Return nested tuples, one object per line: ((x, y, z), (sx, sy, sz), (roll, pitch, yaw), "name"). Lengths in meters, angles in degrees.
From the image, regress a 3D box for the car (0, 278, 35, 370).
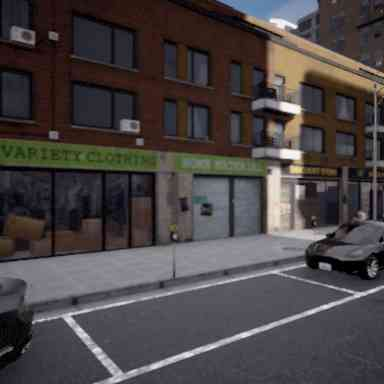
((-4.012, 1.551, 3.326), (4.403, 1.369, 2.008), (0, 0, -36), "car")

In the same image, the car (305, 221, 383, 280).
((5.239, 1.565, 9.926), (4.313, 1.339, 1.947), (0, 0, -36), "car")
